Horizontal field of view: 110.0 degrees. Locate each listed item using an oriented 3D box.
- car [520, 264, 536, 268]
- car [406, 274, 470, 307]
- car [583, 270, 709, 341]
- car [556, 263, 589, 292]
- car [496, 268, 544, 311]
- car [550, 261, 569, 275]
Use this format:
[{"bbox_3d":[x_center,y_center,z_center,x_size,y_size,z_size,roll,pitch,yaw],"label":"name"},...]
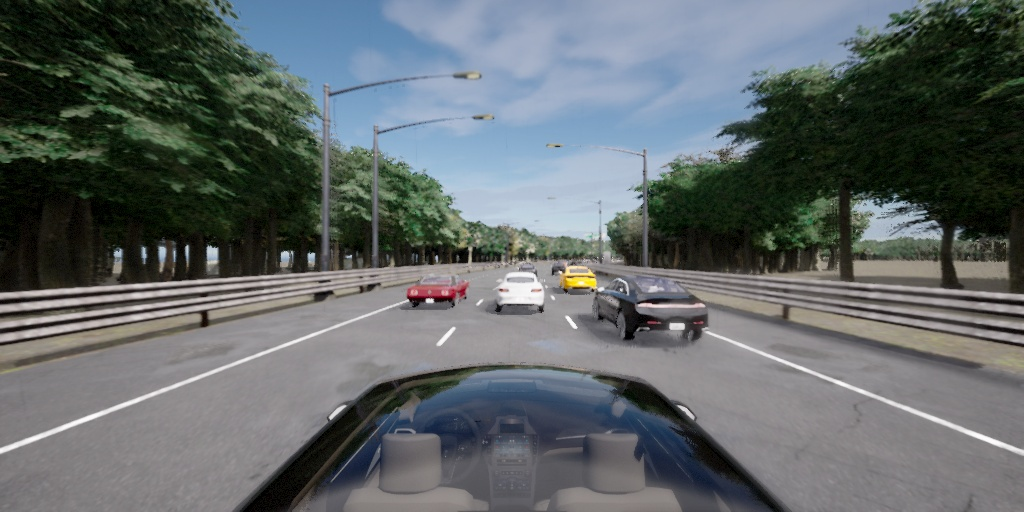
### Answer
[{"bbox_3d":[1.557,1.539,35.259,2.128,1.511,4.902,0,0,5],"label":"car"},{"bbox_3d":[-3.111,1.473,16.159,1.895,1.301,4.718,0,-1,2],"label":"car"},{"bbox_3d":[3.607,1.323,10.142,2.128,1.511,4.902,0,-1,1],"label":"car"},{"bbox_3d":[4.098,1.424,22.971,1.882,1.535,5.008,0,-1,3],"label":"car"},{"bbox_3d":[0.358,1.394,14.981,1.812,1.442,4.674,0,-1,2],"label":"car"},{"bbox_3d":[6.051,1.651,46.382,1.837,1.490,4.892,0,0,6],"label":"car"}]
